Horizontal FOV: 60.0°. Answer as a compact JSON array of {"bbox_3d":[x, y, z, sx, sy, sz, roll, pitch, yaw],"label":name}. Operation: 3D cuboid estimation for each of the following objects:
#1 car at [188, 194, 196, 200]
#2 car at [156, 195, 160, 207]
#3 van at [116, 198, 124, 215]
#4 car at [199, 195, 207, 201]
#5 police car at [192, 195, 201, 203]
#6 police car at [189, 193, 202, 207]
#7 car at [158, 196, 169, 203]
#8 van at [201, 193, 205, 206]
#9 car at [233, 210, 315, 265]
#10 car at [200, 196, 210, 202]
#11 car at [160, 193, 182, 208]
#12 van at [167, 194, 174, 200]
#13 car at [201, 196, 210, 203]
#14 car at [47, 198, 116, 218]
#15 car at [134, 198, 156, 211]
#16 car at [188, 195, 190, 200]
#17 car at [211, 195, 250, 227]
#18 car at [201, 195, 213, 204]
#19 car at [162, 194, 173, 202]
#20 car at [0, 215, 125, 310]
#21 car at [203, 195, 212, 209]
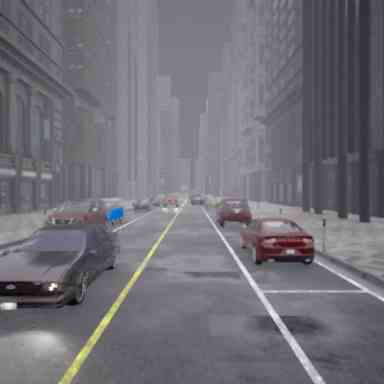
[{"bbox_3d":[0.002,1.361,85.581,1.837,1.490,4.892,0,0,0],"label":"car"},{"bbox_3d":[-5.764,1.564,50.993,1.947,1.339,4.313,0,0,0],"label":"car"},{"bbox_3d":[-5.765,1.334,22.810,1.690,1.788,3.998,0,0,0],"label":"van"},{"bbox_3d":[2.762,1.454,84.823,1.967,1.590,4.097,0,0,0],"label":"car"},{"bbox_3d":[0.901,1.431,68.431,1.930,1.638,5.238,0,0,0],"label":"police car"},{"bbox_3d":[0.901,1.424,52.431,1.930,1.638,5.238,0,0,0],"label":"police car"},{"bbox_3d":[-5.763,1.572,67.904,1.947,1.339,4.313,0,0,0],"label":"car"},{"bbox_3d":[2.760,1.339,51.006,1.690,1.788,3.998,0,0,0],"label":"van"},{"bbox_3d":[2.761,1.540,11.552,1.887,1.381,4.507,0,0,0],"label":"car"},{"bbox_3d":[2.762,1.559,73.551,2.008,1.369,4.403,0,0,0],"label":"car"},{"bbox_3d":[-3.081,1.219,49.251,2.150,2.045,5.566,0,0,0],"label":"car"},{"bbox_3d":[-5.764,1.358,90.451,1.690,1.788,3.998,0,0,0],"label":"van"},{"bbox_3d":[2.761,1.531,68.085,1.752,1.417,4.829,0,0,0],"label":"car"},{"bbox_3d":[-5.765,1.309,17.173,2.192,1.841,5.009,0,0,0],"label":"car"},{"bbox_3d":[-5.764,1.539,39.720,1.887,1.381,4.507,0,0,0],"label":"car"},{"bbox_3d":[0.735,1.219,62.344,2.150,2.045,5.566,0,0,0],"label":"car"},{"bbox_3d":[2.760,1.307,22.824,2.192,1.841,5.009,0,0,0],"label":"car"},{"bbox_3d":[2.761,1.443,62.279,1.967,1.590,4.097,0,0,0],"label":"car"},{"bbox_3d":[-5.764,1.326,79.177,2.192,1.841,5.009,0,0,0],"label":"car"},{"bbox_3d":[-3.101,1.544,8.289,2.033,1.411,5.357,0,0,0],"label":"car"},{"bbox_3d":[2.761,1.521,45.540,1.752,1.417,4.829,0,0,0],"label":"car"}]
